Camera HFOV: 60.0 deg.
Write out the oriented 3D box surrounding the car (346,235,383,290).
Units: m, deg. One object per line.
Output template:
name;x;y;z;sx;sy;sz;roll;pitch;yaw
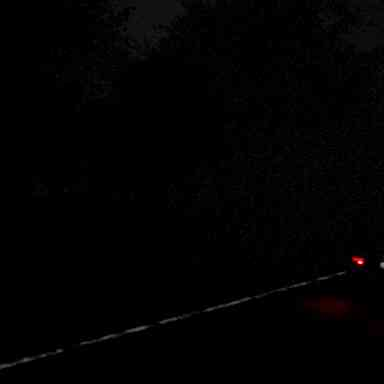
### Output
car;5.793;1.434;7.806;5.357;1.411;2.033;-1;1;-35
